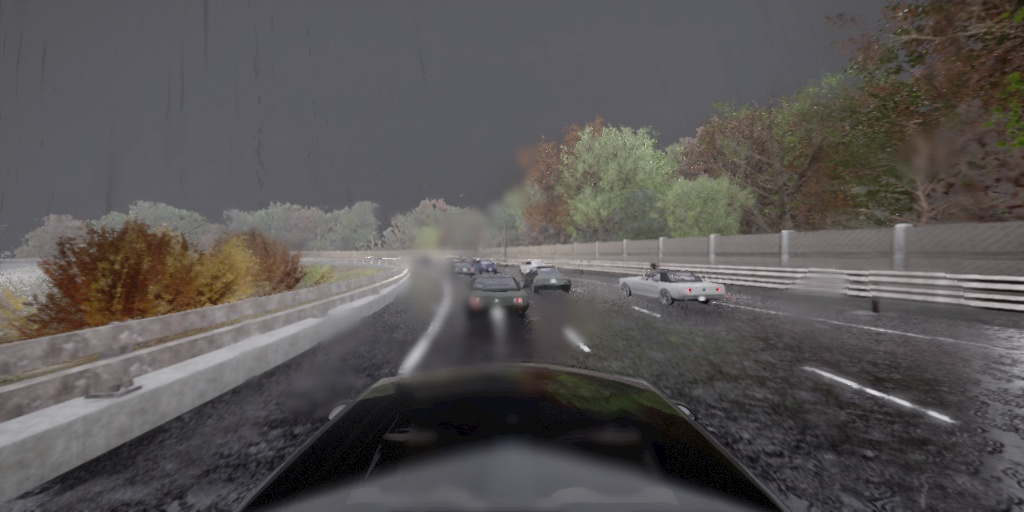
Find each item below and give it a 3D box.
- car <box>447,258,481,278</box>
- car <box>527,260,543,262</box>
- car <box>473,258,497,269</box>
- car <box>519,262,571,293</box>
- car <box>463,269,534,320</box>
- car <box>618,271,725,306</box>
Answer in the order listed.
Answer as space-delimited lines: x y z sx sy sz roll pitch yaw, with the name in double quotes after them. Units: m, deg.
-4.523 1.171 31.533 2.033 1.411 5.357 0 0 -17 "car"
2.094 1.114 33.562 1.812 1.442 4.674 0 0 -17 "car"
-2.922 1.114 37.600 1.812 1.442 4.674 0 0 -19 "car"
1.800 1.220 19.818 1.994 1.385 4.181 0 0 -9 "car"
-0.642 1.302 12.376 1.895 1.301 4.718 0 0 -6 "car"
6.456 1.260 15.251 1.895 1.301 4.718 0 0 -13 "car"
